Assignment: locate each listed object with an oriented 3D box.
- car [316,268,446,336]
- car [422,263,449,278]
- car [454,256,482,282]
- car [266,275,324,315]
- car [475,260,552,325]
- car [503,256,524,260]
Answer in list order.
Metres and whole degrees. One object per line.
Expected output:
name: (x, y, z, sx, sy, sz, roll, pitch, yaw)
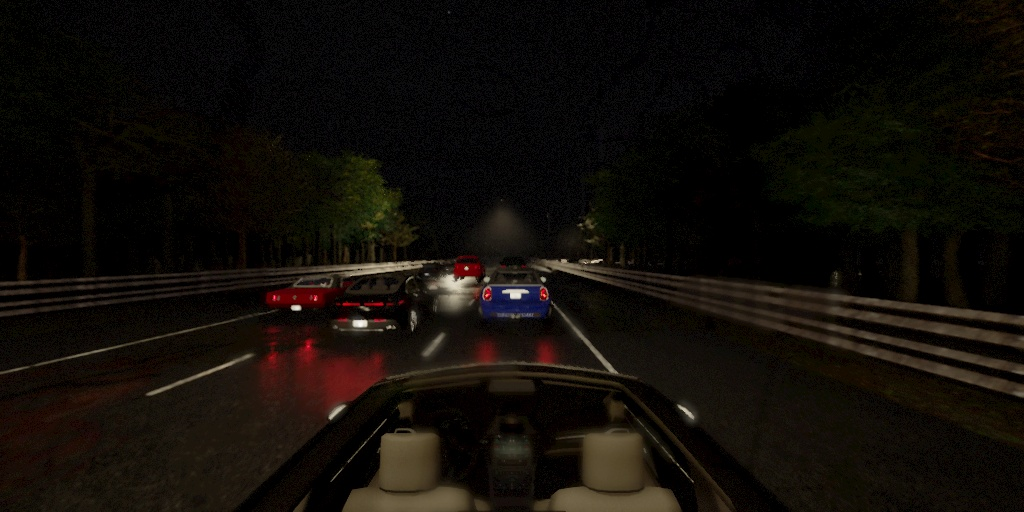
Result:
car: (-3.399, 1.274, 10.464, 1.837, 1.490, 4.892, 0, 0, 0)
car: (-6.903, 1.332, 31.429, 1.812, 1.442, 4.674, 0, 0, 0)
car: (-3.390, 1.026, 29.489, 2.150, 2.045, 5.566, 0, 0, 0)
car: (-6.896, 1.377, 13.689, 1.895, 1.301, 4.718, 0, 0, 0)
car: (0.102, 1.125, 12.043, 2.097, 1.767, 4.553, 0, 0, 0)
car: (0.111, 1.026, 29.491, 2.150, 2.045, 5.566, 0, 0, 0)
